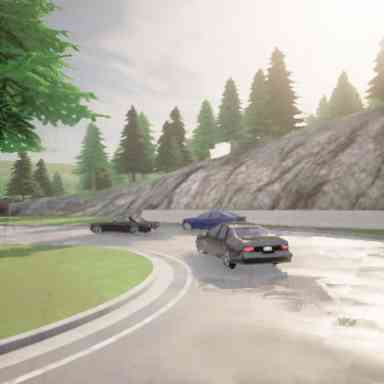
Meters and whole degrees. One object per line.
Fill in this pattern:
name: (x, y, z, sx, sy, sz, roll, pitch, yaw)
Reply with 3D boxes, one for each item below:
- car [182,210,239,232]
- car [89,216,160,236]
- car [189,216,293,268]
car: (1.509, 2.052, 23.528, 5.008, 1.535, 1.882, -2, -3, 38)
car: (-4.706, 2.293, 23.033, 4.718, 1.301, 1.895, -2, -2, 21)
car: (1.651, 1.840, 12.476, 2.033, 1.411, 5.357, -1, -2, -15)
